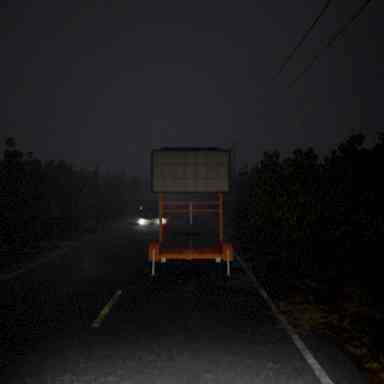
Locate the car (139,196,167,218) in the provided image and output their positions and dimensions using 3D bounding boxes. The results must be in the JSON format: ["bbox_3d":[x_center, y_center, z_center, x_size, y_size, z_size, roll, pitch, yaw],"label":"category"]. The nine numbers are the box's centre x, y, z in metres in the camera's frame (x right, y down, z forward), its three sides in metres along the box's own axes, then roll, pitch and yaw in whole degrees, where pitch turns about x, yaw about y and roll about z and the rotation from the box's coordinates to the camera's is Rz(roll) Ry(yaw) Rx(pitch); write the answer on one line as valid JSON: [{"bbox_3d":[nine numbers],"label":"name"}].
[{"bbox_3d":[-3.402,1.283,29.619,2.097,1.767,4.553,0,0,0],"label":"car"}]

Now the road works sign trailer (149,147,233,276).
[{"bbox_3d":[-0.035,0.440,10.217,2.380,3.560,2.880,0,0,0],"label":"road works sign trailer"}]

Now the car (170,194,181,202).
[{"bbox_3d":[-3.444,1.192,69.899,2.097,1.767,4.553,0,0,0],"label":"car"}]
